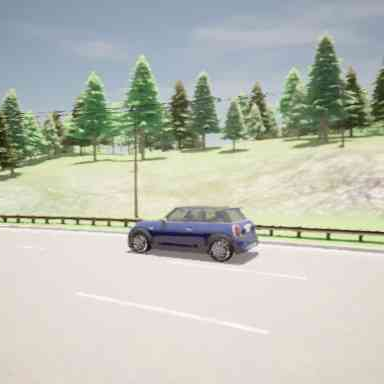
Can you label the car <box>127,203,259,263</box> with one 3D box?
[{"bbox_3d":[-0.076,1.237,11.670,4.553,1.767,2.097,0,1,28],"label":"car"}]
